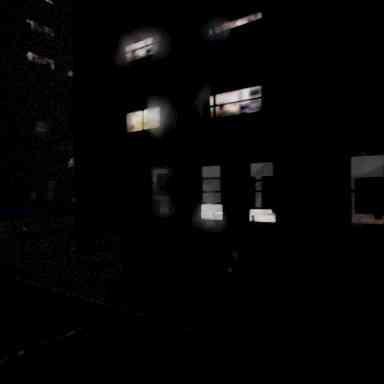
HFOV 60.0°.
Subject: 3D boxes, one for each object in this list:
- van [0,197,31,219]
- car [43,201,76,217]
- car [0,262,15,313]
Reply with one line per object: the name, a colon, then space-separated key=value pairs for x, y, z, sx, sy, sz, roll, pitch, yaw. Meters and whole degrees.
van: x=-14.910 y=1.305 z=26.257 sx=1.690 sy=1.788 sz=3.998 roll=0 pitch=0 yaw=35
car: x=-11.660 y=1.511 z=30.869 sx=1.802 sy=1.307 sz=4.206 roll=0 pitch=0 yaw=35
car: x=-5.065 y=1.569 z=6.340 sx=4.313 sy=1.339 sz=1.947 roll=0 pitch=-1 yaw=35
